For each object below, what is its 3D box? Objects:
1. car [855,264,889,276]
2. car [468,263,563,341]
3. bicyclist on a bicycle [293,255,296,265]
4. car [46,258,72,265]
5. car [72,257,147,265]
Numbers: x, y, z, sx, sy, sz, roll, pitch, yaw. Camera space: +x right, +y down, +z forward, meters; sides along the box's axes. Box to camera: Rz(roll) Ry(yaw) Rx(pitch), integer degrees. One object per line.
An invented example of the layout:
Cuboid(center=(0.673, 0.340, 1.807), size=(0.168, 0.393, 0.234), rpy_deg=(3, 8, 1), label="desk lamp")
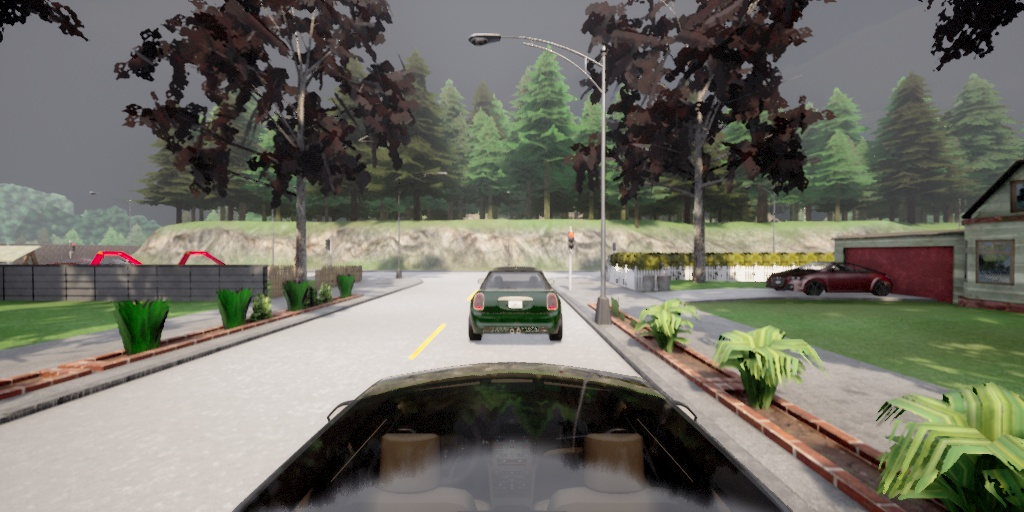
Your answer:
Cuboid(center=(36.732, 0.956, 34.744), size=(4.674, 1.442, 1.812), rpy_deg=(0, 1, 0), label="car")
Cuboid(center=(0.108, 1.025, 9.754), size=(2.097, 1.767, 4.553), rpy_deg=(0, 1, 1), label="car")
Cuboid(center=(-23.712, 0.736, 39.539), size=(0.582, 1.620, 1.656), rpy_deg=(0, 1, 1), label="bicyclist on a bicycle")
Cuboid(center=(-42.952, 0.905, 35.428), size=(5.008, 1.535, 1.882), rpy_deg=(0, 1, 1), label="car")
Cuboid(center=(-34.530, 0.944, 31.259), size=(5.008, 1.535, 1.882), rpy_deg=(0, 1, 1), label="car")
